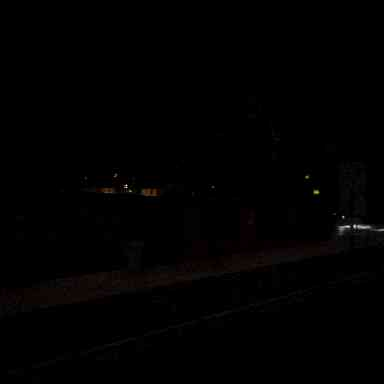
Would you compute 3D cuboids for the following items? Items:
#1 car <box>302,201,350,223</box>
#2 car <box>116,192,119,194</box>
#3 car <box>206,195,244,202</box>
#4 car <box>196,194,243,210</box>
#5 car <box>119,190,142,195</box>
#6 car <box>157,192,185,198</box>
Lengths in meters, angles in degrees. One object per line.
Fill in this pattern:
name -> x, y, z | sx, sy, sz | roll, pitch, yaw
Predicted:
car -> 8.222, 1.338, 22.259 | 1.994, 1.385, 4.181 | -2, 2, -36
car -> -11.475, 0.437, 55.919 | 2.128, 1.511, 4.902 | -2, 2, -34
car -> 3.283, 1.102, 29.386 | 1.837, 1.490, 4.892 | -2, 2, -35
car -> 2.839, 0.975, 35.211 | 2.033, 1.411, 5.357 | -2, 2, -35
car -> -8.005, 0.730, 45.810 | 1.812, 1.442, 4.674 | -2, 2, -34
car -> -2.366, 0.751, 37.571 | 2.097, 1.767, 4.553 | -2, 2, -34
